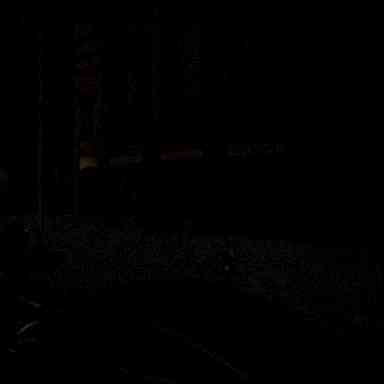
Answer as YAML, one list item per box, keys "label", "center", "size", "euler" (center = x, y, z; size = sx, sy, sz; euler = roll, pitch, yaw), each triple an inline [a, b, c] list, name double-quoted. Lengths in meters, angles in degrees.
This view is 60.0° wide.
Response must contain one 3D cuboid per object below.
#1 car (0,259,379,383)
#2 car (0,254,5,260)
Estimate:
- label: "car"
  center: [-0.531, 1.578, 3.338]
  size: [4.313, 1.339, 1.947]
  euler: [0, 0, 35]
- label: "car"
  center: [-5.093, 1.594, 6.588]
  size: [4.403, 1.369, 2.008]
  euler: [0, 0, 35]
